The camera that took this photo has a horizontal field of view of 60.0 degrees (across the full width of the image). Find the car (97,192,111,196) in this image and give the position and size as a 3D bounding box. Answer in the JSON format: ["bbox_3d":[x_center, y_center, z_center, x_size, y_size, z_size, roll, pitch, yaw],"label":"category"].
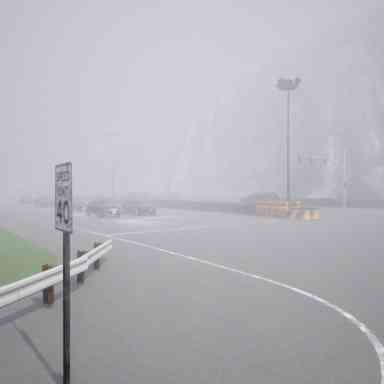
[{"bbox_3d":[-19.600,0.799,73.138,2.097,1.767,4.553,0,1,-38],"label":"car"}]

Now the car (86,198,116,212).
[{"bbox_3d":[-10.693,1.449,38.868,1.994,1.385,4.181,0,0,-38],"label":"car"}]

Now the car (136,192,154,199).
[{"bbox_3d":[-11.332,0.903,79.610,2.128,1.511,4.902,0,1,-38],"label":"car"}]

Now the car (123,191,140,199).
[{"bbox_3d":[-14.068,0.741,77.427,2.097,1.767,4.553,0,1,-38],"label":"car"}]

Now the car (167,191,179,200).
[{"bbox_3d":[-4.931,0.815,71.426,2.150,2.045,5.566,0,1,-38],"label":"car"}]

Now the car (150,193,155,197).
[{"bbox_3d":[-10.443,0.831,67.111,2.150,2.045,5.566,0,1,-38],"label":"car"}]

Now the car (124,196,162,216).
[{"bbox_3d":[-5.214,1.430,31.908,1.837,1.490,4.892,0,0,-38],"label":"car"}]

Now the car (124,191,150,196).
[{"bbox_3d":[-10.604,0.898,61.789,2.150,2.045,5.566,0,1,-37],"label":"car"}]

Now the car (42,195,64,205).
[{"bbox_3d":[-22.828,1.230,54.443,2.033,1.411,5.357,0,1,-38],"label":"car"}]

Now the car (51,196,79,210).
[{"bbox_3d":[-13.755,1.491,37.104,1.895,1.301,4.718,0,0,-38],"label":"car"}]

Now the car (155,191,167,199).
[{"bbox_3d":[-7.904,0.951,69.547,2.097,1.767,4.553,0,1,-38],"label":"car"}]

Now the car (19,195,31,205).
[{"bbox_3d":[-26.356,1.197,53.290,1.812,1.442,4.674,0,1,-37],"label":"car"}]

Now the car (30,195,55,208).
[{"bbox_3d":[-20.130,1.306,45.263,1.837,1.490,4.892,0,1,-38],"label":"car"}]

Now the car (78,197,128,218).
[{"bbox_3d":[-8.030,1.424,29.826,2.128,1.511,4.902,0,0,-38],"label":"car"}]

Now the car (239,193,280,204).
[{"bbox_3d":[8.676,1.109,42.931,2.150,2.045,5.566,0,0,-39],"label":"car"}]
